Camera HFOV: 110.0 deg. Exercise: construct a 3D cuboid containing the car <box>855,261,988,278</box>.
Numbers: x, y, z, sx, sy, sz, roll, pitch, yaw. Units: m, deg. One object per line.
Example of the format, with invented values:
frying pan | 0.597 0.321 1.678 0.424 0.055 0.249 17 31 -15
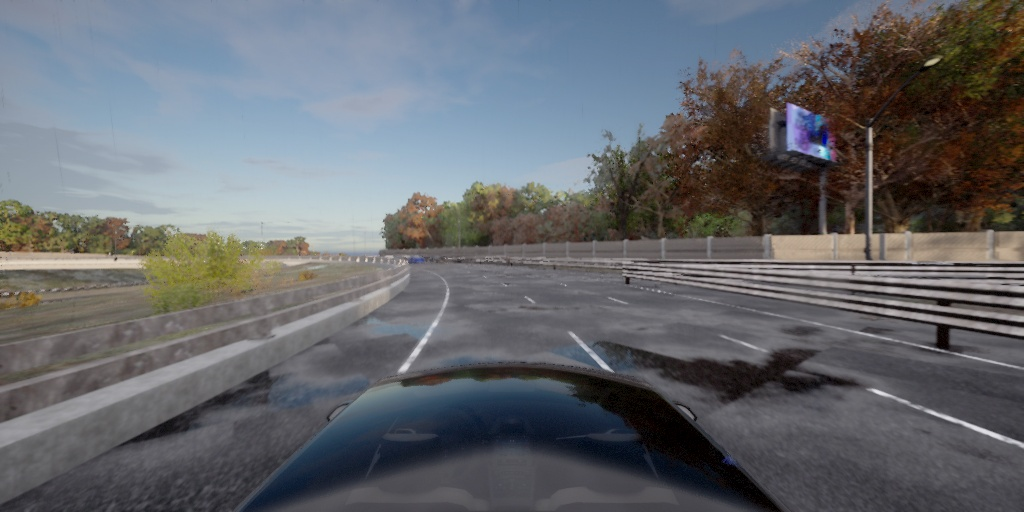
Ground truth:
car | 20.370 0.993 18.138 4.674 1.442 1.812 0 1 27
